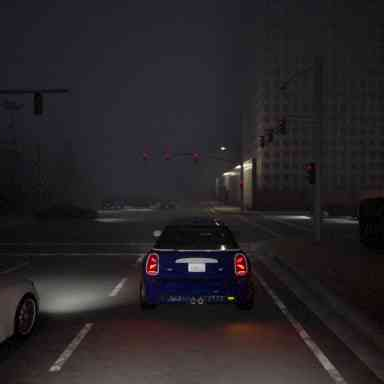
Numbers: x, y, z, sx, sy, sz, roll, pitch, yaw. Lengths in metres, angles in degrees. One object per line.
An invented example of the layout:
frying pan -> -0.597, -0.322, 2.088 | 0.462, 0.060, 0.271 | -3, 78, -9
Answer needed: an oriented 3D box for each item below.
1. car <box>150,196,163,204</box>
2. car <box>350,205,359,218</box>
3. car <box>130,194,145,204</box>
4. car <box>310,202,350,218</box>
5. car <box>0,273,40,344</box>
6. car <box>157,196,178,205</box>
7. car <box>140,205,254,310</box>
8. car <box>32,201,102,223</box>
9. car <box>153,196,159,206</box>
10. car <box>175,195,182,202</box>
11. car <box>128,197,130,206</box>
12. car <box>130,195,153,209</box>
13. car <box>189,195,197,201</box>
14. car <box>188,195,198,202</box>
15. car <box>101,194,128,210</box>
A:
car -> -6.898, 1.564, 65.204 | 1.994, 1.385, 4.181 | 0, 0, 0
car -> 15.861, 1.560, 26.864 | 4.892, 1.490, 1.837 | 0, 0, 0
car -> -10.409, 1.352, 63.584 | 2.097, 1.767, 4.553 | 0, 0, 1
car -> 13.018, 1.619, 30.365 | 4.181, 1.385, 1.994 | 0, 0, 0
car -> -3.431, 1.526, 3.560 | 1.812, 1.442, 4.674 | 0, 0, 1
car -> -3.257, 1.601, 45.141 | 1.895, 1.301, 4.718 | 0, 0, 0
car -> 0.101, 1.352, 7.990 | 2.097, 1.767, 4.553 | 0, 0, 0
car -> -9.707, 1.550, 25.606 | 4.674, 1.442, 1.812 | 0, 1, -30
car -> -6.958, 1.505, 55.158 | 1.837, 1.490, 4.892 | 0, 0, 0
car -> -3.324, 1.477, 79.515 | 1.882, 1.535, 5.008 | 0, 0, 0
car -> -10.466, 1.477, 53.804 | 1.882, 1.535, 5.008 | 0, 0, 0
car -> -6.983, 1.526, 46.264 | 1.812, 1.442, 4.674 | 0, 0, 0
car -> 0.185, 1.540, 83.772 | 2.033, 1.411, 5.357 | 0, 0, 0
car -> 0.170, 1.355, 73.790 | 2.097, 1.767, 4.553 | 0, 0, 0
car -> -10.493, 1.221, 44.032 | 2.150, 2.045, 5.566 | 0, 0, 0
